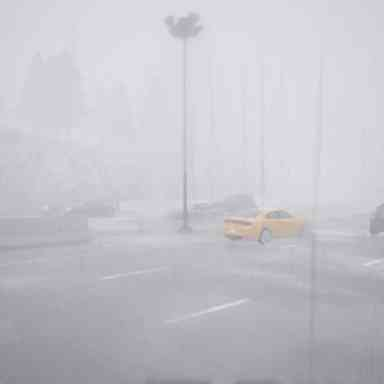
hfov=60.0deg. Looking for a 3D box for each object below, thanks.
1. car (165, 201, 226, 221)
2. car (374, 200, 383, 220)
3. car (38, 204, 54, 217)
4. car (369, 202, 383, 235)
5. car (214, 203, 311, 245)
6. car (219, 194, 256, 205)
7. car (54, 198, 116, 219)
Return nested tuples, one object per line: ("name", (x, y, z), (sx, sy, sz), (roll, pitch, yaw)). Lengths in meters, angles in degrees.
("car", (0.214, 1.617, 26.660), (4.718, 1.301, 1.895), (0, 0, -41))
("car", (17.093, 1.433, 27.854), (5.008, 1.535, 1.882), (0, 0, -45))
("car", (-11.608, 1.414, 30.498), (4.553, 1.767, 2.097), (0, 0, -39))
("car", (11.202, 1.322, 17.508), (4.553, 1.767, 2.097), (0, 0, -41))
("car", (3.606, 1.475, 15.574), (5.008, 1.535, 1.882), (0, 0, -39))
("car", (4.510, 1.224, 35.140), (5.566, 2.045, 2.150), (0, 0, -44))
("car", (-8.855, 1.402, 28.230), (4.553, 1.767, 2.097), (0, 0, -39))
